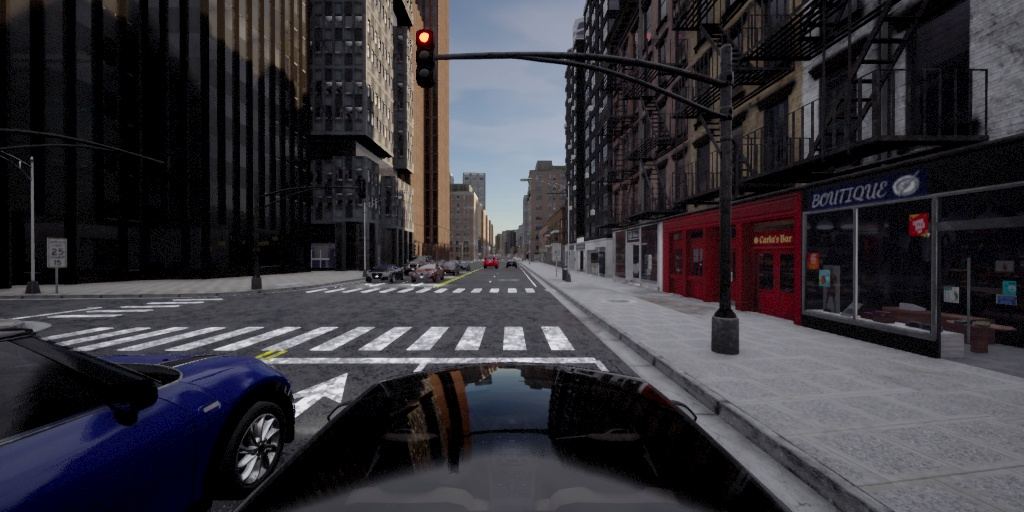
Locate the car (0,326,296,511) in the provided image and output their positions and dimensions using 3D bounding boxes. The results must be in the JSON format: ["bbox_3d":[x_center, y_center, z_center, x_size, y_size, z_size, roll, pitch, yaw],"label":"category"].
[{"bbox_3d":[-3.145,1.102,1.620,2.097,1.767,4.553,0,0,0],"label":"car"}]

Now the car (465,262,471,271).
[{"bbox_3d":[-6.715,1.327,48.409,1.994,1.385,4.181,0,0,0],"label":"car"}]

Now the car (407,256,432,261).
[{"bbox_3d":[-9.941,0.981,38.757,2.150,2.045,5.566,0,0,0],"label":"car"}]

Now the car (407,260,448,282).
[{"bbox_3d":[-6.667,1.281,28.767,1.812,1.442,4.674,0,0,0],"label":"car"}]

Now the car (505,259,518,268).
[{"bbox_3d":[-0.069,1.270,61.863,1.837,1.490,4.892,0,0,0],"label":"car"}]

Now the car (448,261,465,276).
[{"bbox_3d":[-6.694,1.307,38.448,2.033,1.411,5.357,0,0,0],"label":"car"}]

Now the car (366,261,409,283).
[{"bbox_3d":[-9.907,1.319,28.359,1.994,1.385,4.181,0,0,1],"label":"car"}]

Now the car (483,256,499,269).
[{"bbox_3d":[-3.407,0.987,58.079,2.150,2.045,5.566,0,0,0],"label":"car"}]
